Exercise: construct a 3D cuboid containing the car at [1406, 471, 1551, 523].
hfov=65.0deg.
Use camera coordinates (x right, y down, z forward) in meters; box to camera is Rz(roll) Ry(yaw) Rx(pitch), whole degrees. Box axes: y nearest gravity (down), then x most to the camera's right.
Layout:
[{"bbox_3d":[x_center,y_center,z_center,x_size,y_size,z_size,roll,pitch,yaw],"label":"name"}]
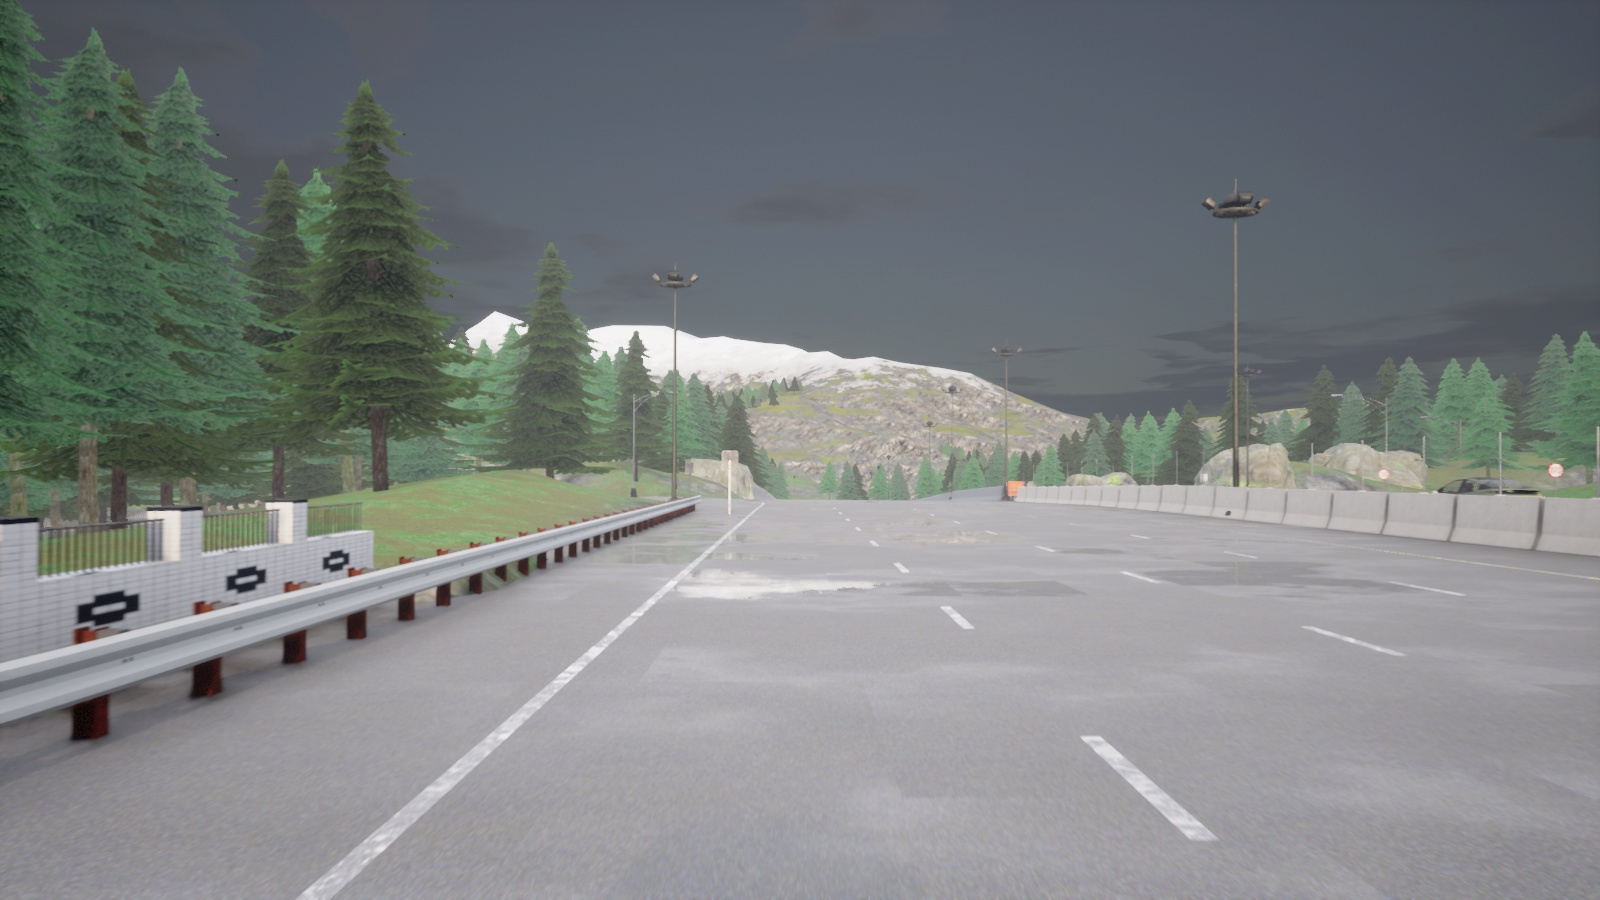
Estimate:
[{"bbox_3d":[20.905,1.416,38.936,2.007,1.525,4.514,0,-1,0],"label":"car"}]
